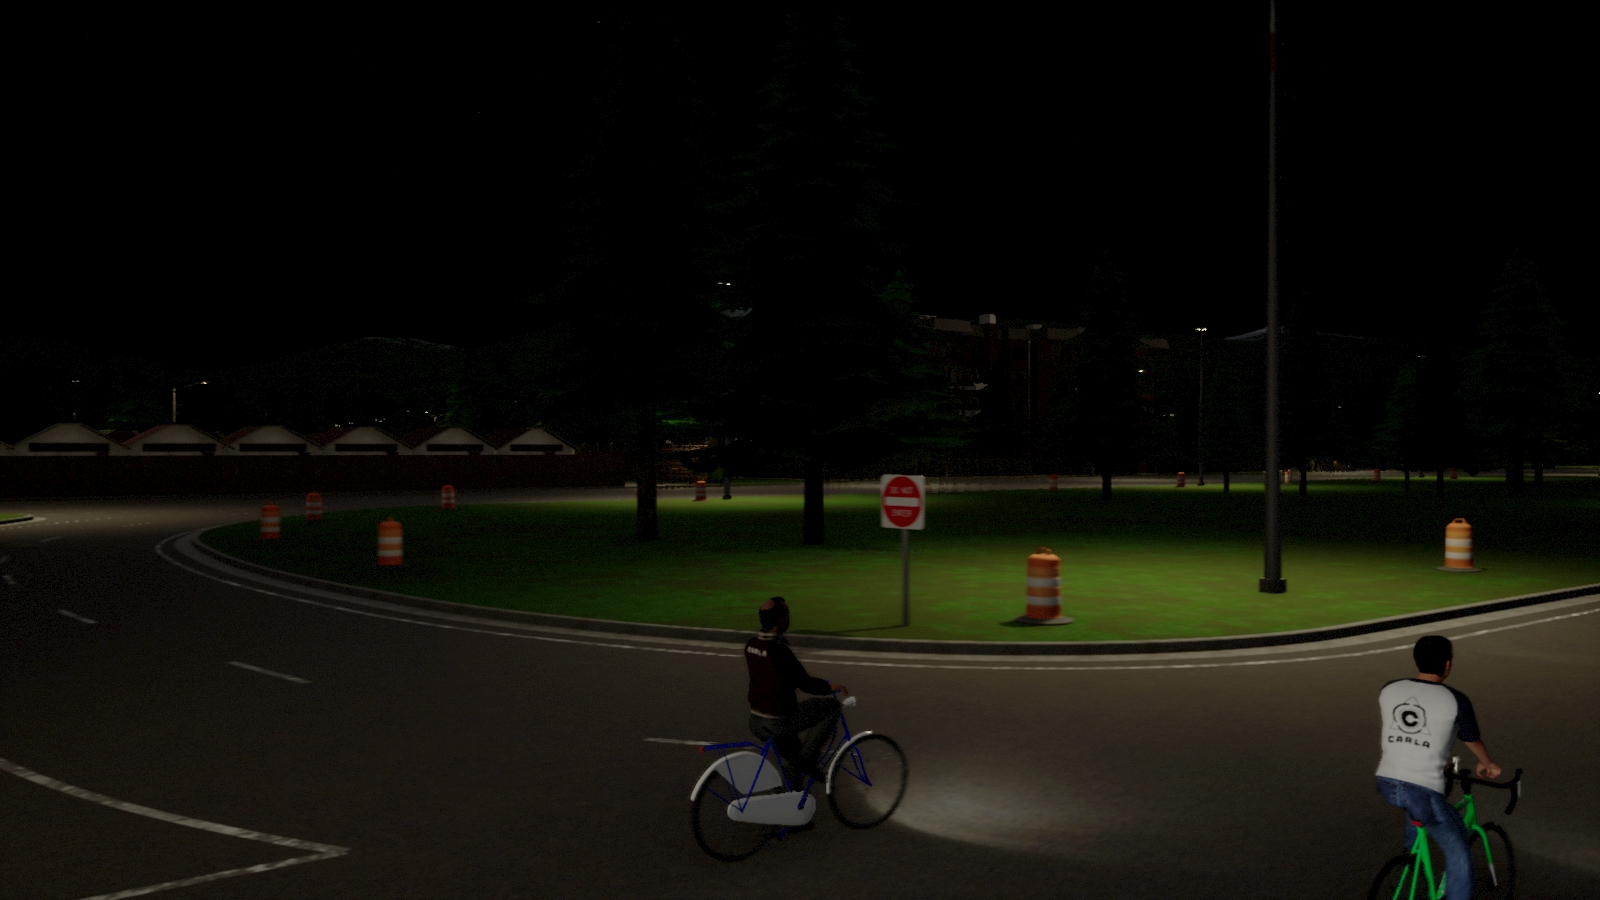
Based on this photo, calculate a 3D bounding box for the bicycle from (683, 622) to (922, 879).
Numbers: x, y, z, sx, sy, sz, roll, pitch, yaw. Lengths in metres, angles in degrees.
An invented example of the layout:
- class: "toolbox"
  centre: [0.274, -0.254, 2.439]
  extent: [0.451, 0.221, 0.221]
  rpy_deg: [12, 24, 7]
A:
- class: "bicycle"
  centre: [0.061, 2.060, 8.110]
  extent: [1.835, 1.471, 0.329]
  rpy_deg: [0, 0, -35]

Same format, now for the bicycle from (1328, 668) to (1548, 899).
- class: "bicycle"
  centre: [3.523, 2.055, 6.254]
  extent: [1.643, 1.496, 0.373]
  rpy_deg: [0, 0, -35]
